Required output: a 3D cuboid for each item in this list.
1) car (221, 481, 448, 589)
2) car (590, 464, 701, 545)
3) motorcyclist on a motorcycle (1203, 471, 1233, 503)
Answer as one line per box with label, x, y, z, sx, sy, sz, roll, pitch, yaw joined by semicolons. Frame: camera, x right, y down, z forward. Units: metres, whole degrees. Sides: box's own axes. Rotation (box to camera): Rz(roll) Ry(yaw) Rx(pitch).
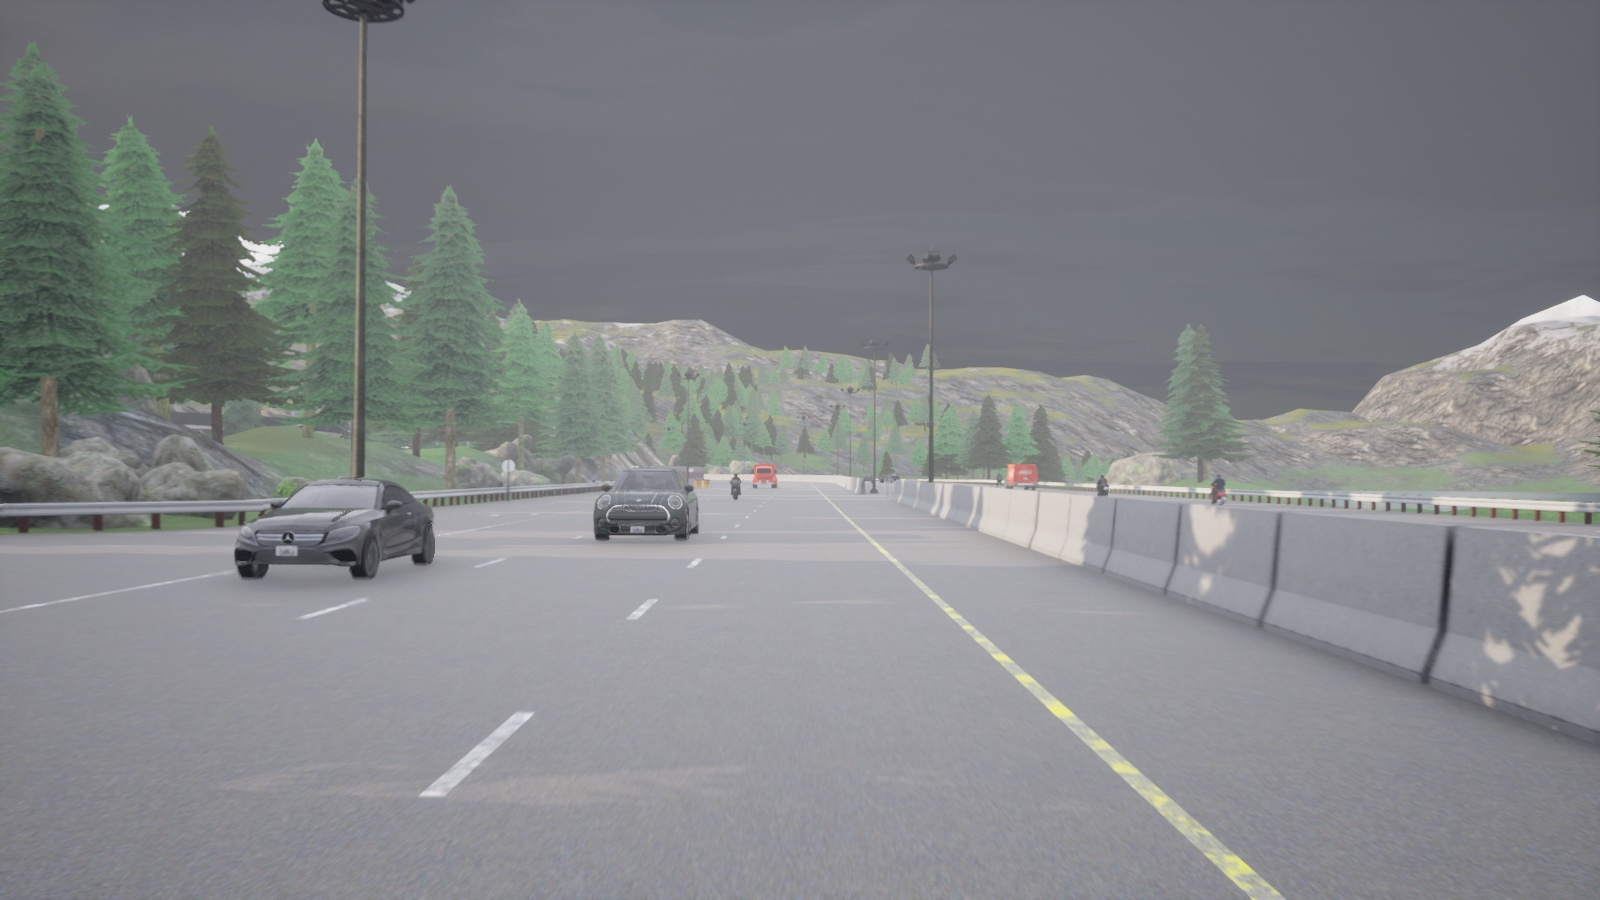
car;-7.047;1.229;19.571;1.812;1.442;4.674;0;-1;0
car;-3.573;1.235;29.889;2.097;1.767;4.553;0;-1;0
motorcyclist on a motorcycle;20.908;1.835;62.872;0.866;1.590;1.817;0;-1;0
